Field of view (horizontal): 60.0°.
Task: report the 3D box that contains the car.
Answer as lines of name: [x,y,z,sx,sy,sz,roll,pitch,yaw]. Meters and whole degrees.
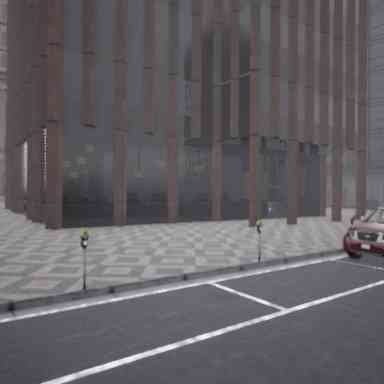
car: [7.579,1.443,12.051,5.009,1.841,2.192,1,0,-35]
